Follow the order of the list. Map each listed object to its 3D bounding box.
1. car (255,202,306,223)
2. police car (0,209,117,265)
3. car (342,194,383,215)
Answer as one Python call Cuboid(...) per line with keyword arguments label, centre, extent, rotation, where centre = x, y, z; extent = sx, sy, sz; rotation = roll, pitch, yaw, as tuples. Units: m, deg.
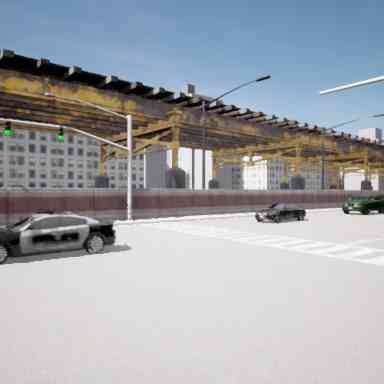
Cuboid(label="car", centre=(6.896, 1.525, 25.572), extent=(4.674, 1.442, 1.812), rotation=(0, 0, -38))
Cuboid(label="police car", centre=(-5.251, 1.425, 11.679), extent=(5.238, 1.638, 1.930), rotation=(0, 0, -38))
Cuboid(label="car", centre=(17.469, 1.222, 33.700), extent=(5.566, 2.045, 2.150), rotation=(0, 0, -37))
